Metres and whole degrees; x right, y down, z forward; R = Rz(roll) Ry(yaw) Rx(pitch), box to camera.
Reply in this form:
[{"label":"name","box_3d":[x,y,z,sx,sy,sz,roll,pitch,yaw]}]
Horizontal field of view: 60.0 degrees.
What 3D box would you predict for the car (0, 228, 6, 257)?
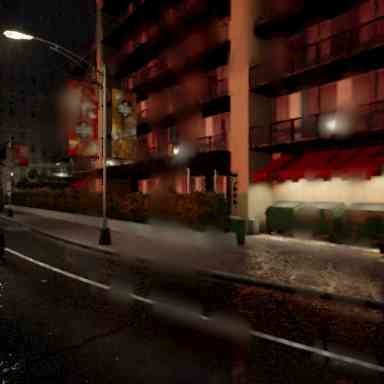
[{"label":"car","box_3d":[-8.370,1.544,12.277,2.128,1.511,4.902,0,0,-42]}]
